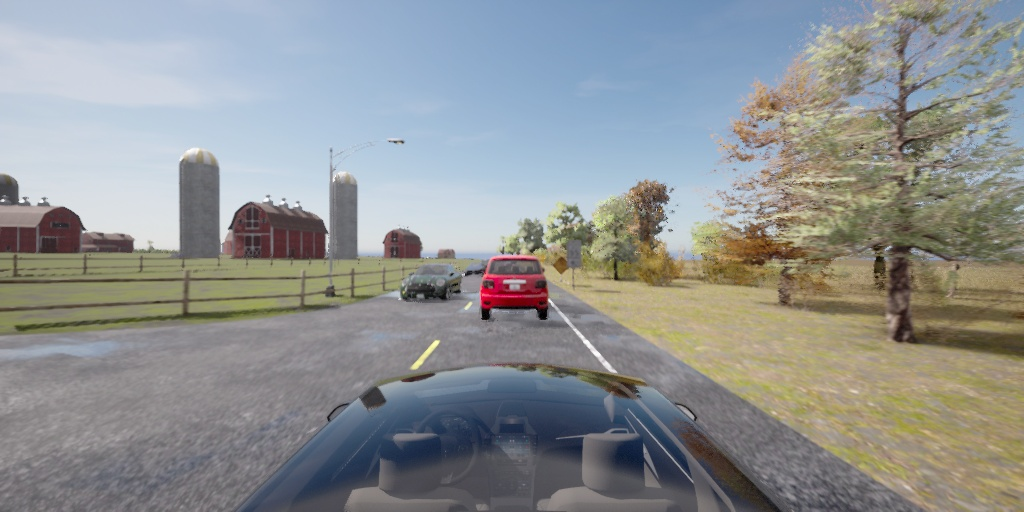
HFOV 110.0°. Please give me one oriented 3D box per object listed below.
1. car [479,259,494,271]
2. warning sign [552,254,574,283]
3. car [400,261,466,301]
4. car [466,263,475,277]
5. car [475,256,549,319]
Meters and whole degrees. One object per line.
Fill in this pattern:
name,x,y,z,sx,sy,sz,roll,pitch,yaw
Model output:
car,-4.017,1.357,56.815,2.097,1.767,4.553,0,0,-1
warning sign,3.454,0.942,25.145,1.300,1.860,1.060,0,0,0
car,-3.840,1.156,17.731,2.097,1.767,4.553,0,0,3
car,-3.820,1.421,37.978,2.033,1.411,5.357,0,0,-1
car,0.072,1.009,13.188,2.150,2.045,5.566,0,0,0
